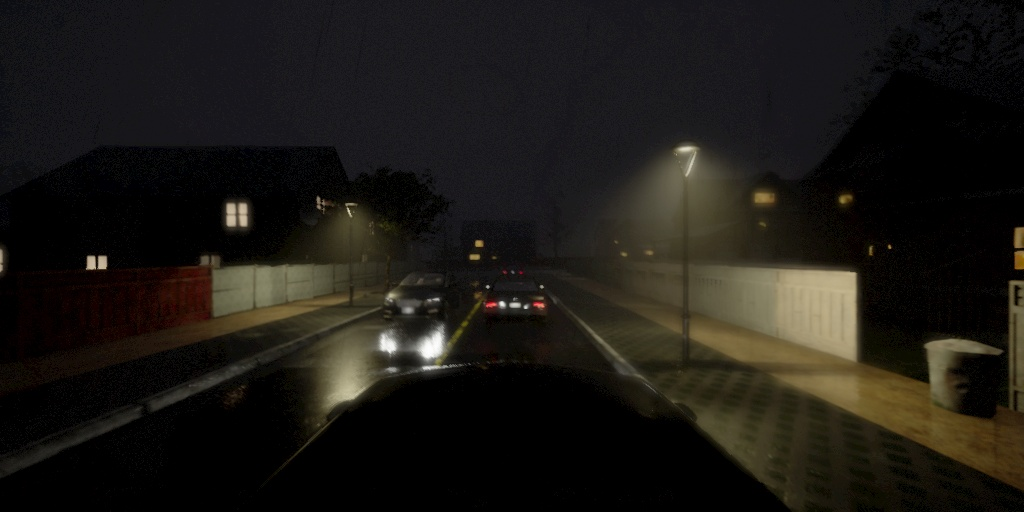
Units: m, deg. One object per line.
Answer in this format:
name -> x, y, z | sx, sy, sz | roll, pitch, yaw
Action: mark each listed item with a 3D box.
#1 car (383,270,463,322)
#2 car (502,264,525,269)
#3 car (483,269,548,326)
car -> -2.848, 1.248, 12.321 | 2.128, 1.511, 4.902 | 0, 0, 0
car -> 0.101, 1.340, 30.295 | 2.033, 1.411, 5.357 | 0, 0, 0
car -> 0.094, 1.304, 11.638 | 2.033, 1.411, 5.357 | 0, 0, 0
